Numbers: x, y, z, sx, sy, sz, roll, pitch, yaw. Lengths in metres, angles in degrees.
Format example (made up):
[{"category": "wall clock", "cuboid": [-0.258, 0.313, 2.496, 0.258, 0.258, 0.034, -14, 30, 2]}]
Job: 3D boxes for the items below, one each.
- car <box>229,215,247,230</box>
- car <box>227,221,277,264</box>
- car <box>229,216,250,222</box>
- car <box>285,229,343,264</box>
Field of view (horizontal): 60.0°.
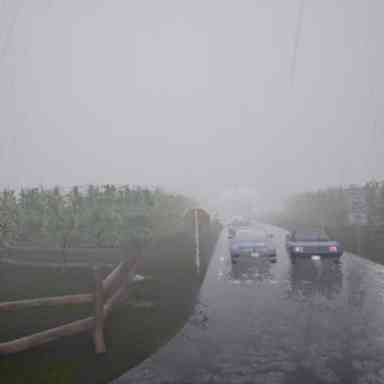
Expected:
[{"category": "car", "cuboid": [5.202, 3.473, 37.935, 1.812, 1.442, 4.674, -2, -3, 6]}, {"category": "car", "cuboid": [2.682, 2.319, 15.281, 1.812, 1.442, 4.674, -2, -3, 6]}, {"category": "car", "cuboid": [3.854, 2.837, 25.826, 1.837, 1.490, 4.892, -2, -3, 6]}, {"category": "car", "cuboid": [5.144, 2.271, 14.608, 1.895, 1.301, 4.718, -3, -3, 13]}]
